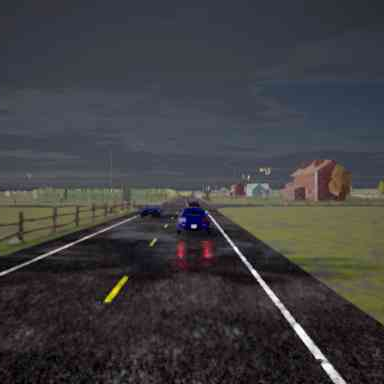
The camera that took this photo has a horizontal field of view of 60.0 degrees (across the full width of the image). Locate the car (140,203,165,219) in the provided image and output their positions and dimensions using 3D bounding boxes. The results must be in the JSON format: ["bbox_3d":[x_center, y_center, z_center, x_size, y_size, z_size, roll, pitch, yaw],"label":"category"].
[{"bbox_3d":[-3.497,1.665,29.984,1.895,1.301,4.718,0,0,0],"label":"car"}]

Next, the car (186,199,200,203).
[{"bbox_3d":[0.143,1.593,42.122,2.128,1.511,4.902,0,0,1],"label":"car"}]

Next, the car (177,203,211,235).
[{"bbox_3d":[0.101,1.562,19.050,1.812,1.442,4.674,0,0,0],"label":"car"}]
